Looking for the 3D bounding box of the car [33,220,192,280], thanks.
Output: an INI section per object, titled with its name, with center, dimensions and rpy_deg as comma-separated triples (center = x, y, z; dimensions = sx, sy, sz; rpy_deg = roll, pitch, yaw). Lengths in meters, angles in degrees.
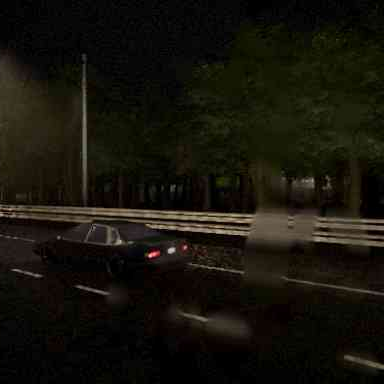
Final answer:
[car]
center = -2.572, 1.562, 10.004
dimensions = 5.357, 1.411, 2.033
rpy_deg = 0, 0, 36
